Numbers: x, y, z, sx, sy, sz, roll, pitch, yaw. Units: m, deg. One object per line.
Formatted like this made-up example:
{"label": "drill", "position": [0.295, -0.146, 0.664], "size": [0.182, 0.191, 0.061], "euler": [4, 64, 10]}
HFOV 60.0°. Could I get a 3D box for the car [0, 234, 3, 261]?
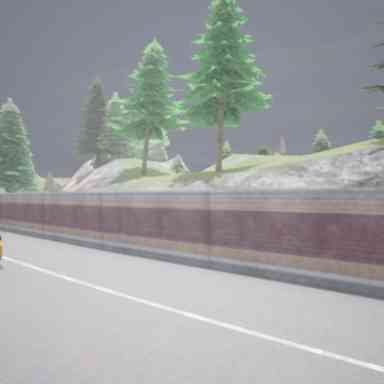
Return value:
{"label": "car", "position": [-7.958, 1.596, 10.999], "size": [5.008, 1.535, 1.882], "euler": [-1, 0, 43]}
